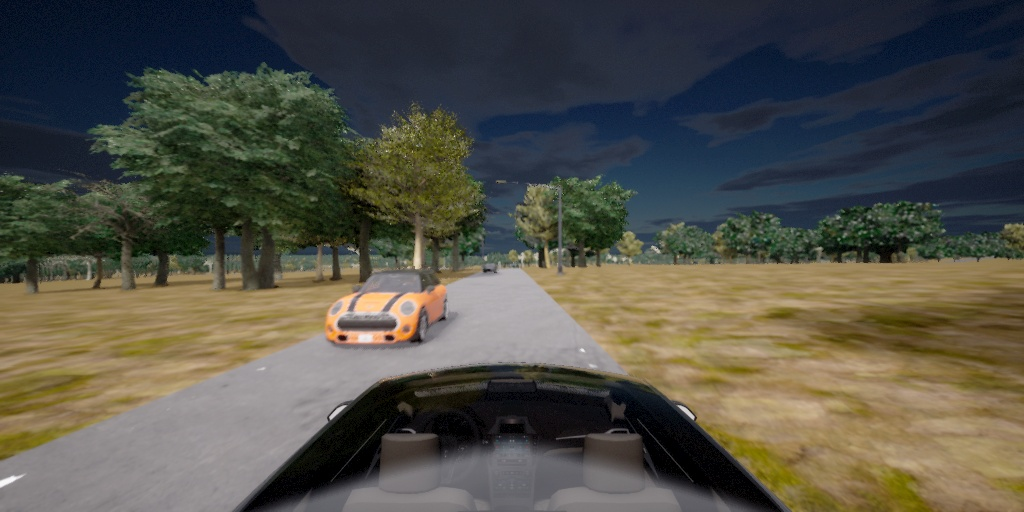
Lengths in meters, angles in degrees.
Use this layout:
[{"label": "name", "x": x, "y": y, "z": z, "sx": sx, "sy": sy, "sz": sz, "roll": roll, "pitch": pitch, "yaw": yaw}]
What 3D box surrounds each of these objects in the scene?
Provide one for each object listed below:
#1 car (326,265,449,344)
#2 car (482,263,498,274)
[{"label": "car", "x": -3.099, "y": 1.167, "z": 9.839, "sx": 2.097, "sy": 1.767, "sz": 4.553, "roll": 0, "pitch": 0, "yaw": 0}, {"label": "car", "x": -3.058, "y": 1.720, "z": 50.247, "sx": 1.837, "sy": 1.490, "sz": 4.892, "roll": 0, "pitch": -1, "yaw": 0}]
